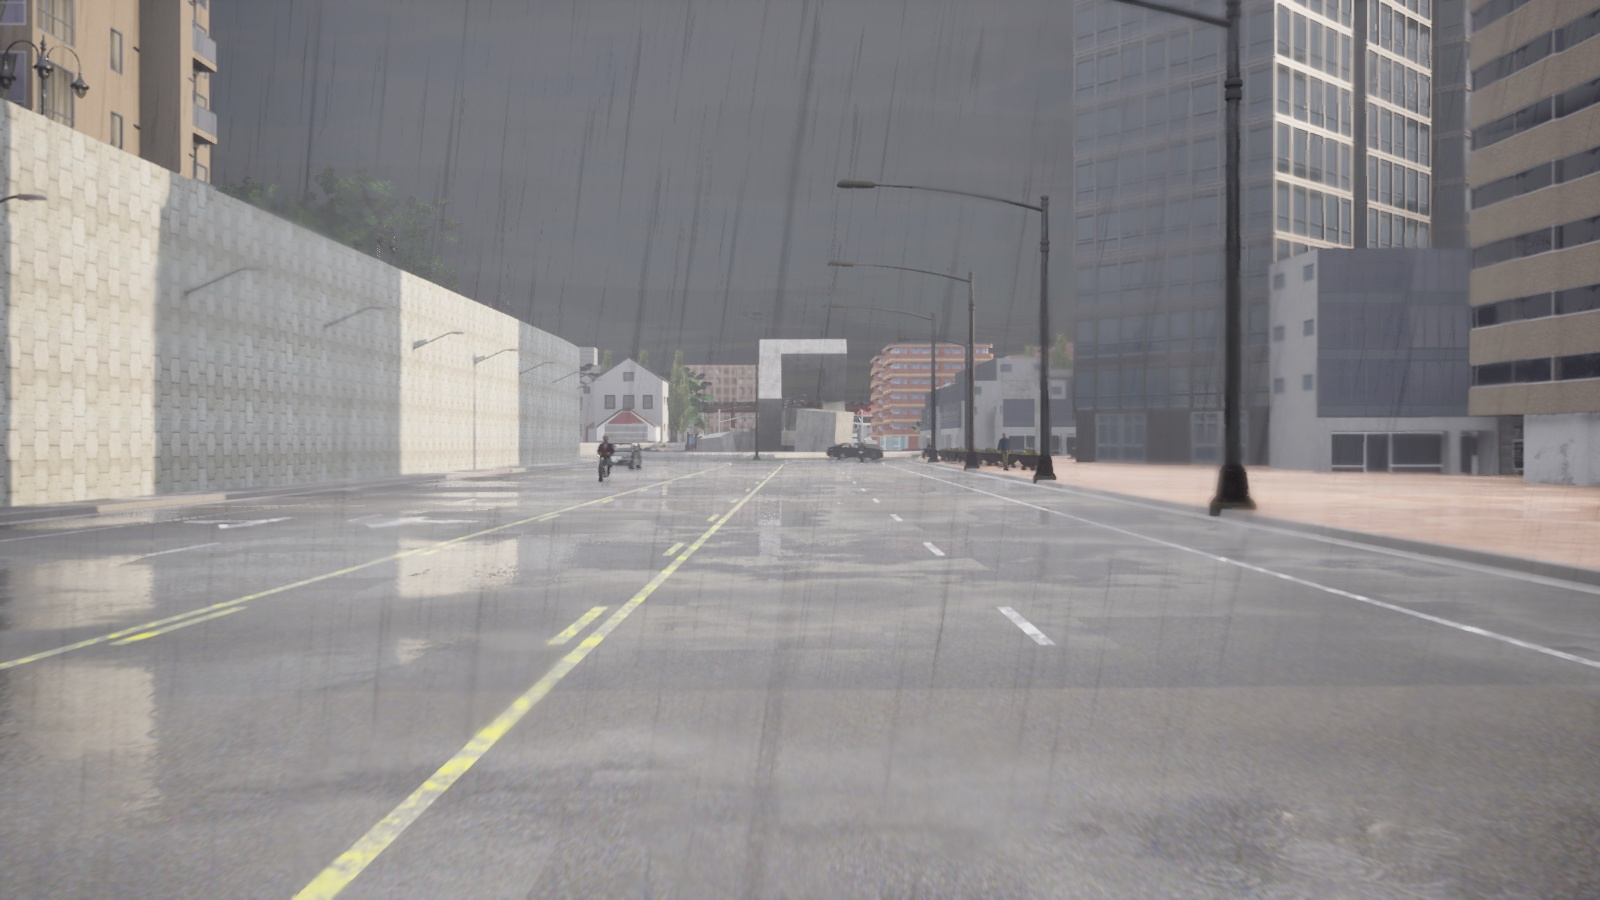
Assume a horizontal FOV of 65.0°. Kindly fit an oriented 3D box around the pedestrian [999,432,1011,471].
[{"bbox_3d":[9.678,0.075,59.277,0.402,1.842,0.726,0,0,-3],"label":"pedestrian"}]

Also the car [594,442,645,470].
[{"bbox_3d":[-10.083,0.297,70.625,2.128,1.511,4.902,0,0,0],"label":"car"}]
